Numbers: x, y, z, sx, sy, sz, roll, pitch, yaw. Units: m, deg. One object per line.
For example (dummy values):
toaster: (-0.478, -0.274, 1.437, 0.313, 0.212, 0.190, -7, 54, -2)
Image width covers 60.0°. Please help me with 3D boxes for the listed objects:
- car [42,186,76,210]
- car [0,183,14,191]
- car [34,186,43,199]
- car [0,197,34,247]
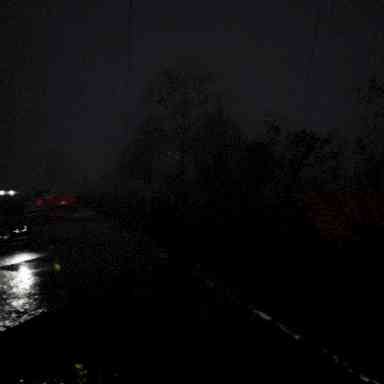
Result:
car: (-10.058, 0.493, 25.382, 1.882, 1.535, 5.008, 0, 2, -27)
car: (-32.790, -0.853, 58.918, 1.895, 1.301, 4.718, 0, 2, -32)
car: (-17.445, -0.024, 39.074, 1.812, 1.442, 4.674, 0, 2, -29)
car: (-6.842, 0.989, 12.034, 1.837, 1.490, 4.892, 0, 3, -25)
